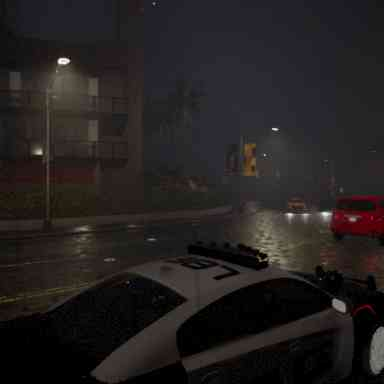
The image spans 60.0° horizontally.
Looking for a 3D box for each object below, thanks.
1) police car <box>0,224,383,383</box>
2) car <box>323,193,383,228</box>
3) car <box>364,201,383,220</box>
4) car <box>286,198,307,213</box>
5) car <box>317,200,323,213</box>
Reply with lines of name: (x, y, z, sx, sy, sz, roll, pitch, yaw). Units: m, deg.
police car: (0.489, 1.422, 3.777, 5.238, 1.638, 1.930, 0, 0, -38)
car: (8.465, 1.218, 15.909, 2.150, 2.045, 5.566, 0, 0, 41)
car: (16.573, 1.536, 29.119, 2.033, 1.411, 5.357, 0, 0, 21)
car: (11.502, 1.457, 36.732, 1.882, 1.535, 5.008, 0, 0, 14)
car: (15.178, 1.546, 37.023, 1.994, 1.385, 4.181, 0, 0, 13)
